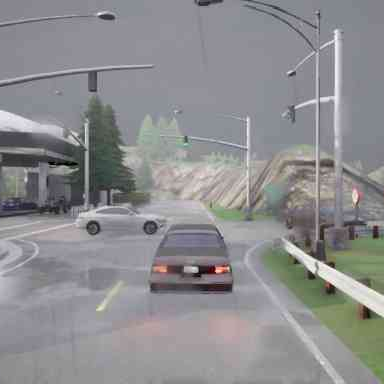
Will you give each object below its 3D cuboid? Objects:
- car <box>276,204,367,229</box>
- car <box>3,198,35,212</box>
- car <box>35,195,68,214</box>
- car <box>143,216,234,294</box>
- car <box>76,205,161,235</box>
[{"bbox_3d":[6.584,1.358,17.615,2.033,1.411,5.357,0,0,-18],"label":"car"},{"bbox_3d":[-20.310,1.480,39.515,2.242,1.667,4.611,0,0,-1],"label":"car"},{"bbox_3d":[-14.595,1.313,35.248,1.905,1.878,3.866,0,0,-1],"label":"car"},{"bbox_3d":[0.033,1.547,8.932,2.033,1.411,5.357,0,0,1],"label":"car"},{"bbox_3d":[-3.644,1.415,17.416,4.674,1.442,1.812,0,0,-1],"label":"car"}]
